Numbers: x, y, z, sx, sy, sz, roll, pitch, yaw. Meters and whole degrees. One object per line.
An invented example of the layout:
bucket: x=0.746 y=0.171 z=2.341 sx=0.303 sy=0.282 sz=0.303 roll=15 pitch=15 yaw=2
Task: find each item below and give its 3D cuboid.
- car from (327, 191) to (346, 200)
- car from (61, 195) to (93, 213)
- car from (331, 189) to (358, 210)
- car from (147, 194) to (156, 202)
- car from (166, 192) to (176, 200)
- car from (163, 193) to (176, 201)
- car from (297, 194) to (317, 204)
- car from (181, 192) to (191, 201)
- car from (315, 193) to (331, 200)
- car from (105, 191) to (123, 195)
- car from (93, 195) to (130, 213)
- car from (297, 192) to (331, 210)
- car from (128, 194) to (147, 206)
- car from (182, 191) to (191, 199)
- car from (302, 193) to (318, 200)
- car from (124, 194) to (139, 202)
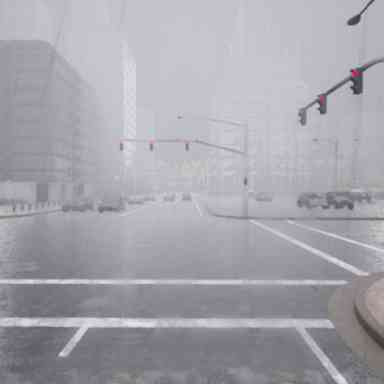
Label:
car: x=29.969 y=0.717 z=69.213 sx=1.932 sy=1.855 sz=4.605 roll=0 pitch=0 yaw=0
car: x=-11.493 y=1.139 z=33.716 sx=2.097 sy=1.767 sz=4.553 roll=0 pitch=0 yaw=0
car: x=16.024 y=0.925 z=36.549 sx=1.905 sy=1.878 sz=3.866 roll=0 pitch=0 yaw=0
car: x=-8.137 y=1.158 z=64.090 sx=1.994 sy=1.385 sz=4.181 roll=0 pitch=0 yaw=0
car: x=-4.683 y=0.876 z=75.239 sx=2.128 sy=1.511 sz=4.902 roll=0 pitch=0 yaw=0
car: x=-4.623 y=1.145 z=66.402 sx=1.994 sy=1.385 sz=4.181 roll=0 pitch=0 yaw=0
car: x=18.672 y=1.055 z=54.027 sx=1.970 sy=1.475 sz=3.806 roll=0 pitch=0 yaw=0
car: x=-1.123 y=1.181 z=66.506 sx=1.895 sy=1.301 sz=4.718 roll=0 pitch=0 yaw=0
car: x=27.286 y=0.928 z=69.156 sx=1.784 sy=1.438 sz=3.905 roll=0 pitch=0 yaw=0
car: x=-11.584 y=0.912 z=49.392 sx=2.150 sy=2.045 sz=5.566 roll=0 pitch=0 yaw=0
car: x=-7.983 y=1.335 z=33.548 sx=2.033 sy=1.411 sz=5.357 roll=0 pitch=0 yaw=-1
car: x=13.130 y=0.922 z=36.594 sx=1.932 sy=1.855 sz=4.605 roll=0 pitch=0 yaw=0
car: x=-8.081 y=1.220 z=48.424 sx=1.812 sy=1.442 sz=4.674 roll=0 pitch=1 yaw=0
car: x=-1.183 y=0.706 z=75.232 sx=2.097 sy=1.767 sz=4.553 roll=0 pitch=0 yaw=0
car: x=24.391 y=0.959 z=69.147 sx=1.970 sy=1.475 sz=3.806 roll=0 pitch=0 yaw=0
car: x=-11.636 y=1.087 z=64.321 sx=2.128 sy=1.511 sz=4.902 roll=0 pitch=0 yaw=0
